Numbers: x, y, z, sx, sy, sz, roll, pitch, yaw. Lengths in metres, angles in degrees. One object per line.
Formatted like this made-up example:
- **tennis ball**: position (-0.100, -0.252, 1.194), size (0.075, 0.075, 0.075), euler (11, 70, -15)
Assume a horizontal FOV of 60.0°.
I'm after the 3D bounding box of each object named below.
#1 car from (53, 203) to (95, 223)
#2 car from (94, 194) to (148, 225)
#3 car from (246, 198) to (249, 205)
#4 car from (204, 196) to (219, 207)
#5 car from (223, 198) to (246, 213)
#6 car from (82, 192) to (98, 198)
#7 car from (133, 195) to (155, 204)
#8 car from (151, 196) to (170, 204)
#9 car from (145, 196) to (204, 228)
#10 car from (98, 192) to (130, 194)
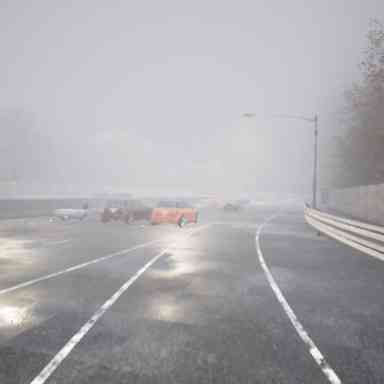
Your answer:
- **car**: position (-7.742, 1.428, 24.271), size (1.895, 1.301, 4.718), euler (1, 0, 18)
- **car**: position (-4.392, 1.255, 23.232), size (2.097, 1.767, 4.553), euler (1, 0, 18)
- **car**: position (10.971, 1.912, 70.406), size (1.882, 1.535, 5.008), euler (1, 0, 18)
- **car**: position (3.248, 1.558, 57.986), size (2.097, 1.767, 4.553), euler (1, 0, 18)
- **car**: position (5.038, 1.716, 40.921), size (1.812, 1.442, 4.674), euler (1, 0, 18)
- **car**: position (-14.180, 0.984, 49.797), size (2.150, 2.045, 5.566), euler (1, 0, 19)
- **car**: position (-9.274, 1.442, 64.773), size (2.128, 1.511, 4.902), euler (1, 0, 18)
- **car**: position (-5.924, 1.510, 63.764), size (1.837, 1.490, 4.892), euler (1, 0, 18)
- **car**: position (-1.011, 1.331, 22.295), size (2.097, 1.767, 4.553), euler (1, 0, 18)
- **car**: position (-10.822, 1.060, 48.819), size (2.150, 2.045, 5.566), euler (1, 0, 19)
